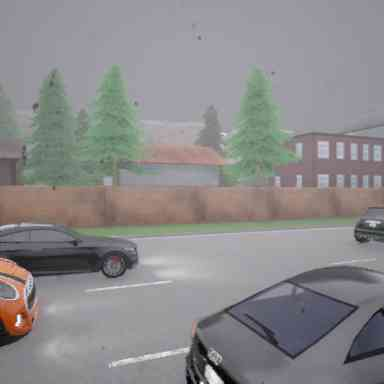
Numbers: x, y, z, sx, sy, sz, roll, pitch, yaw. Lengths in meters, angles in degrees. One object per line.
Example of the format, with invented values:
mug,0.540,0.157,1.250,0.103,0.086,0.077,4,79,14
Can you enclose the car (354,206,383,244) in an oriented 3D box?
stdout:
car,9.230,1.350,14.198,4.553,1.767,2.097,0,0,-23

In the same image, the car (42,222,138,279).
car,-3.766,1.526,8.770,4.674,1.442,1.812,1,0,-23

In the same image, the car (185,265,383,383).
car,2.036,1.563,3.609,4.181,1.385,1.994,0,0,-23

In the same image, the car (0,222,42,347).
car,-4.649,1.352,4.611,4.553,1.767,2.097,0,0,-23
